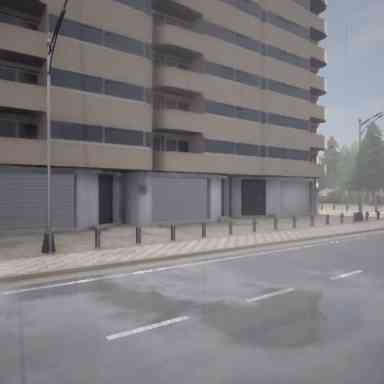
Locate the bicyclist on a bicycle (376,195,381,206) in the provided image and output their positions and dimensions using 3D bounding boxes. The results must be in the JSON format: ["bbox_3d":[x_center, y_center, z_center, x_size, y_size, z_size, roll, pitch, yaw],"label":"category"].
[{"bbox_3d":[29.040,1.354,51.820,1.656,1.620,0.582,0,0,-36],"label":"bicyclist on a bicycle"}]
